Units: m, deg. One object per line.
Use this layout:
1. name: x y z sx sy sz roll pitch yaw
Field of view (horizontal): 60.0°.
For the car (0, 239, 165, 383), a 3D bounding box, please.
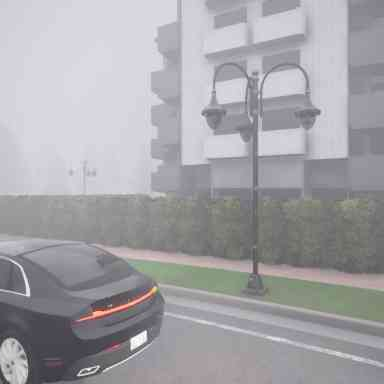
1. car: -2.717 1.505 5.169 4.892 1.490 1.837 0 0 31
